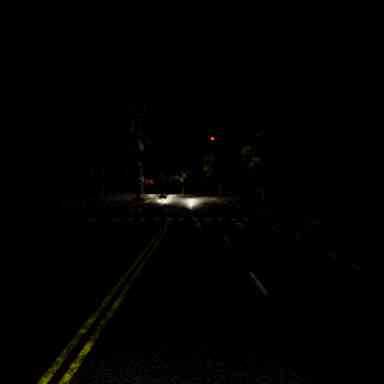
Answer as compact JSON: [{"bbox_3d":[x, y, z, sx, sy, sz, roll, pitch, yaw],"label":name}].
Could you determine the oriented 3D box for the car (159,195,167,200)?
[{"bbox_3d":[-7.216,1.325,82.192,1.895,1.301,4.718,0,0,-3],"label":"car"}]
